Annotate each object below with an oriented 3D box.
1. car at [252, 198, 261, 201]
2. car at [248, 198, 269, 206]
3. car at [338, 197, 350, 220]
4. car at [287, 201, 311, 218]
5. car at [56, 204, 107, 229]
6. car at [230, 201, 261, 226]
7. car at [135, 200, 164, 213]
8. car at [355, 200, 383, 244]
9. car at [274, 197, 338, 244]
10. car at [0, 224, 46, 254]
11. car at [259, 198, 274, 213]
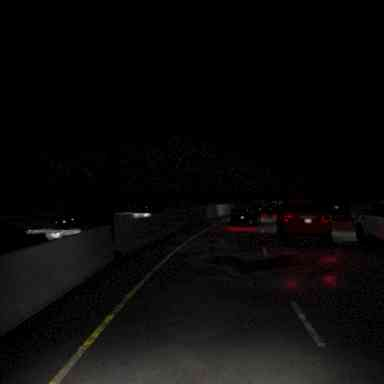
[{"bbox_3d":[11.533,1.940,56.887,1.812,1.442,4.674,0,-1,35],"label":"car"},{"bbox_3d":[12.978,1.948,64.633,1.882,1.535,5.008,0,-1,39],"label":"car"},{"bbox_3d":[13.618,1.466,31.468,2.150,2.045,5.566,0,0,22],"label":"car"},{"bbox_3d":[11.186,1.766,34.575,1.837,1.490,4.892,0,-1,23],"label":"car"},{"bbox_3d":[-7.487,1.651,23.325,1.837,1.490,4.892,0,-1,14],"label":"car"},{"bbox_3d":[4.194,1.664,25.589,1.882,1.535,5.008,0,-1,16],"label":"car"},{"bbox_3d":[-5.182,1.777,41.212,1.837,1.490,4.892,0,0,23],"label":"car"},{"bbox_3d":[8.403,1.331,13.258,2.150,2.045,5.566,0,0,10],"label":"car"},{"bbox_3d":[5.555,1.350,16.916,2.150,2.045,5.566,0,0,12],"label":"car"},{"bbox_3d":[-6.388,1.656,9.772,1.895,1.301,4.718,0,0,7],"label":"car"},{"bbox_3d":[10.107,1.791,40.422,2.128,1.511,4.902,0,0,26],"label":"car"}]
